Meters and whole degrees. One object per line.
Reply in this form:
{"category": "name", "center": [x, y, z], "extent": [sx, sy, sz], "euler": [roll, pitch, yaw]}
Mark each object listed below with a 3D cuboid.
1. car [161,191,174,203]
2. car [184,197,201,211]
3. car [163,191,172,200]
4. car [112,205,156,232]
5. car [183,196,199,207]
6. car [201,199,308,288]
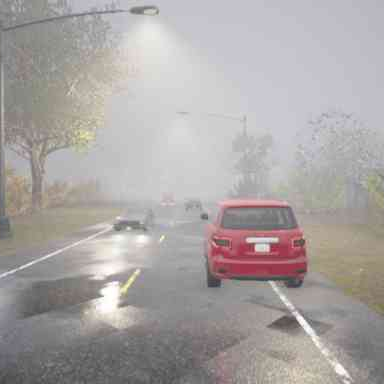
{"category": "car", "center": [-4.559, 1.004, 62.627], "extent": [2.150, 2.045, 5.566], "euler": [0, 1, -3]}
{"category": "car", "center": [0.172, 1.391, 38.591], "extent": [1.837, 1.490, 4.892], "euler": [0, 0, -2]}
{"category": "car", "center": [-6.252, 0.875, 83.929], "extent": [2.150, 2.045, 5.566], "euler": [0, 0, -6]}
{"category": "car", "center": [-3.274, 1.503, 19.920], "extent": [2.033, 1.411, 5.357], "euler": [0, 0, 0]}
{"category": "car", "center": [-0.213, 1.393, 48.945], "extent": [2.033, 1.411, 5.357], "euler": [0, 0, -2]}
{"category": "car", "center": [1.455, 1.205, 9.324], "extent": [2.150, 2.045, 5.566], "euler": [0, 0, 1]}
